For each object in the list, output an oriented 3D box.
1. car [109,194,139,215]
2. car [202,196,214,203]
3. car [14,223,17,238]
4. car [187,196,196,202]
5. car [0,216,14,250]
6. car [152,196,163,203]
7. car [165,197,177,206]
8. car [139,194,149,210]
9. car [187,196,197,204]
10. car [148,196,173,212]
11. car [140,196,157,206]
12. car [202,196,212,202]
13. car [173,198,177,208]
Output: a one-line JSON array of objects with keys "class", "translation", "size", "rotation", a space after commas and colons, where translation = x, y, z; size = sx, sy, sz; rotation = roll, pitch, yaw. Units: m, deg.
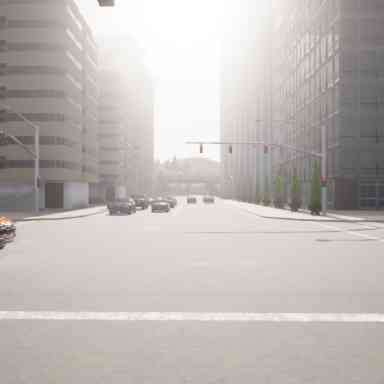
[{"class": "car", "translation": [-7.126, 1.364, 34.459], "size": [2.097, 1.767, 4.553], "rotation": [0, 0, 0]}, {"class": "car", "translation": [3.450, 1.529, 67.517], "size": [1.837, 1.490, 4.892], "rotation": [0, 0, 0]}, {"class": "car", "translation": [-10.178, 1.322, 14.508], "size": [4.553, 1.767, 2.097], "rotation": [1, 0, 1]}, {"class": "car", "translation": [-0.057, 1.548, 76.008], "size": [1.994, 1.385, 4.181], "rotation": [0, 0, 0]}, {"class": "car", "translation": [-9.198, 1.532, 10.981], "size": [5.357, 1.411, 2.033], "rotation": [0, 0, 0]}, {"class": "car", "translation": [-7.051, 1.527, 69.086], "size": [1.837, 1.490, 4.892], "rotation": [0, 0, 0]}, {"class": "car", "translation": [-3.622, 1.621, 57.930], "size": [1.895, 1.301, 4.718], "rotation": [0, 0, 0]}, {"class": "car", "translation": [-7.131, 1.237, 44.048], "size": [2.150, 2.045, 5.566], "rotation": [0, 0, 0]}, {"class": "car", "translation": [-0.049, 1.501, 66.681], "size": [1.882, 1.535, 5.008], "rotation": [0, 0, 0]}, {"class": "car", "translation": [-3.629, 1.518, 38.957], "size": [1.837, 1.490, 4.892], "rotation": [0, 0, 0]}, {"class": "car", "translation": [-7.129, 1.511, 54.611], "size": [2.128, 1.511, 4.902], "rotation": [0, 0, 0]}, {"class": "car", "translation": [3.443, 1.555, 76.184], "size": [1.994, 1.385, 4.181], "rotation": [0, 0, 0]}, {"class": "car", "translation": [-3.632, 1.369, 48.162], "size": [2.097, 1.767, 4.553], "rotation": [0, 0, 0]}]
